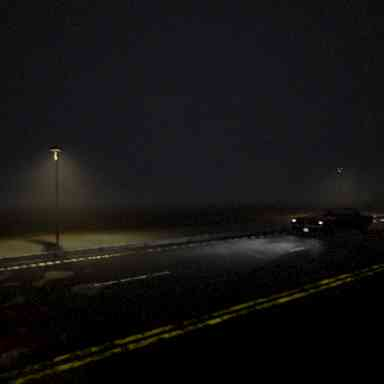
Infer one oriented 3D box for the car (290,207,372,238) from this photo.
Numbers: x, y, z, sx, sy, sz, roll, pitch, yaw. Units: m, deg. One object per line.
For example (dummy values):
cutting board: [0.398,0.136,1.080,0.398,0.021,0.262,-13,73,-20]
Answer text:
car: [7.137,1.450,16.918,4.718,1.301,1.895,-1,0,-36]
